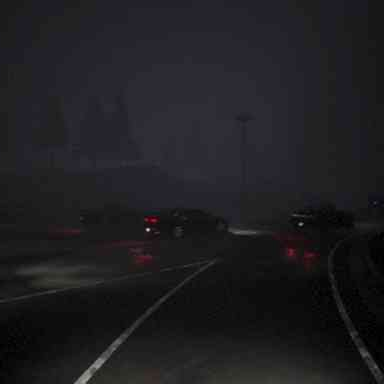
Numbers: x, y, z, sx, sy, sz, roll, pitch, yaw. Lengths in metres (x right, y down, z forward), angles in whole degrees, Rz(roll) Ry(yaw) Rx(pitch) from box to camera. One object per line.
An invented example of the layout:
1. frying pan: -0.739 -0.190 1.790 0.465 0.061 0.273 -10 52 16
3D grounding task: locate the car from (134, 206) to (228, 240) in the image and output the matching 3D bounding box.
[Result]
1. car: -0.219 1.498 16.926 4.892 1.490 1.837 1 0 -41

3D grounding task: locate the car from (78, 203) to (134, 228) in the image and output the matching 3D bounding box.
1. car: -4.952 1.472 22.085 5.008 1.535 1.882 0 0 -41

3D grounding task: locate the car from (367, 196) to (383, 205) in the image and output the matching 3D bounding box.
1. car: 33.945 1.508 60.969 4.674 1.442 1.812 0 0 -41

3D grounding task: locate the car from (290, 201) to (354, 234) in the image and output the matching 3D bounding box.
1. car: 7.576 1.485 19.123 4.902 1.511 2.128 0 0 -41

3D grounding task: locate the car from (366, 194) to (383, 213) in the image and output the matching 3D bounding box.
1. car: 20.380 1.209 35.049 5.566 2.045 2.150 0 0 -41

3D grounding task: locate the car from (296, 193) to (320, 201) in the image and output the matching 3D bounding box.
1. car: 16.466 1.208 45.591 5.566 2.045 2.150 0 0 -41

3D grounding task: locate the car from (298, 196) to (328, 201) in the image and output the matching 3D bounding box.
1. car: 15.480 1.536 40.063 5.357 1.411 2.033 0 0 -41
